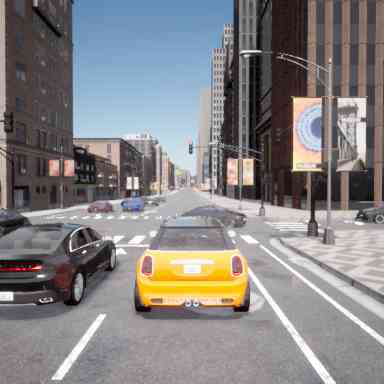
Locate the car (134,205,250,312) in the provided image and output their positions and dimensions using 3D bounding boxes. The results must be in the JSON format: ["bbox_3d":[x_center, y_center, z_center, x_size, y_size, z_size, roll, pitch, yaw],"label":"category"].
[{"bbox_3d":[0.009,1.351,7.864,2.097,1.767,4.553,0,0,0],"label":"car"}]

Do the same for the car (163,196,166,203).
[{"bbox_3d":[-6.508,1.572,69.962,1.994,1.385,4.181,0,0,0],"label":"car"}]

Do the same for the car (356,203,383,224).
[{"bbox_3d":[13.983,1.470,23.535,4.181,1.385,1.994,0,1,0],"label":"car"}]

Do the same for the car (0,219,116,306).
[{"bbox_3d":[-3.154,1.504,8.008,1.837,1.490,4.892,0,0,0],"label":"car"}]

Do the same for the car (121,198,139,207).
[{"bbox_3d":[-9.849,1.627,52.826,1.895,1.301,4.718,0,0,1],"label":"car"}]

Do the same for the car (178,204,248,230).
[{"bbox_3d":[1.396,1.557,21.595,4.181,1.385,1.994,0,1,20],"label":"car"}]

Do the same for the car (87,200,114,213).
[{"bbox_3d":[-9.855,1.580,36.048,1.994,1.385,4.181,0,0,0],"label":"car"}]

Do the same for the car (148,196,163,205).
[{"bbox_3d":[-6.595,1.519,54.963,2.128,1.511,4.902,0,0,0],"label":"car"}]

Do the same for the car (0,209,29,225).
[{"bbox_3d":[-9.852,1.565,16.617,1.994,1.385,4.181,0,0,0],"label":"car"}]

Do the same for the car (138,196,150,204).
[{"bbox_3d":[-9.760,1.534,68.259,1.837,1.490,4.892,0,0,0],"label":"car"}]

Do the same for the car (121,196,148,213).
[{"bbox_3d":[-6.605,1.494,37.677,1.882,1.535,5.008,0,0,0],"label":"car"}]
